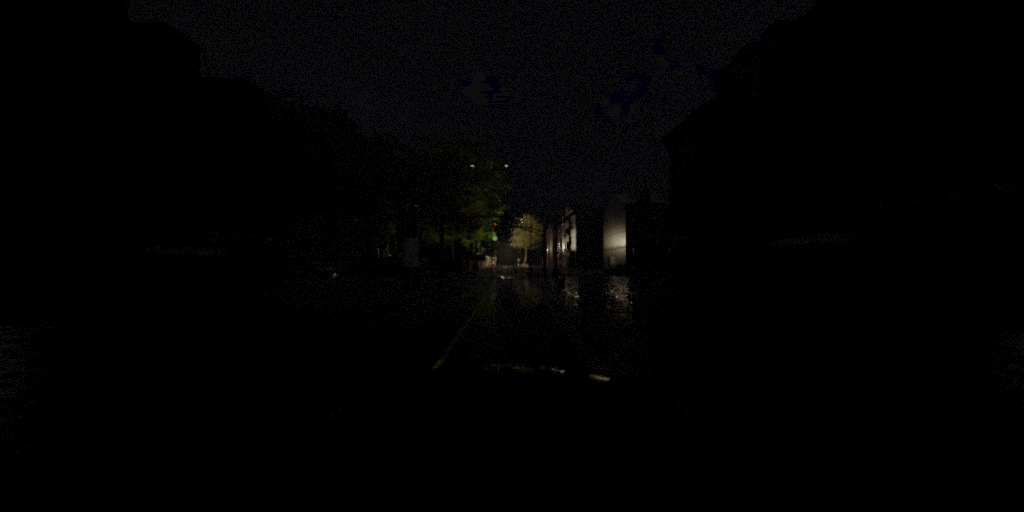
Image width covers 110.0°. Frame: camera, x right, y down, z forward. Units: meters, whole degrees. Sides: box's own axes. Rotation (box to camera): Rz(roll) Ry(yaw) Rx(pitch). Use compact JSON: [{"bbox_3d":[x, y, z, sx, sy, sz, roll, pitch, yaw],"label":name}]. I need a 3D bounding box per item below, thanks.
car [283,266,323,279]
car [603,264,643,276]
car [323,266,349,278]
[{"bbox_3d":[-23.252,1.754,37.414,5.357,1.411,2.033,0,-2,0],"label":"car"},{"bbox_3d":[12.385,1.536,40.046,4.313,1.339,1.948,0,0,0],"label":"car"},{"bbox_3d":[-20.600,1.800,40.036,4.403,1.370,2.007,0,0,0],"label":"car"}]
